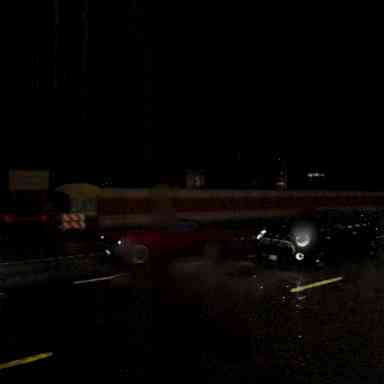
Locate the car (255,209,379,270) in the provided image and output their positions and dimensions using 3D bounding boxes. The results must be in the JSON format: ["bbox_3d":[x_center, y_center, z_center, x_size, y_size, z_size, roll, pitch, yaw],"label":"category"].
[{"bbox_3d":[4.279,1.397,11.318,4.553,1.767,2.097,0,0,-35],"label":"car"}]

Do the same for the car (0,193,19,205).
[{"bbox_3d":[-31.332,1.119,55.766,3.866,1.878,1.905,0,0,-36],"label":"car"}]

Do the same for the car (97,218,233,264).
[{"bbox_3d":[-0.874,1.627,11.956,4.718,1.301,1.895,0,0,-35],"label":"car"}]

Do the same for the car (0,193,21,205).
[{"bbox_3d":[-29.610,1.120,53.382,3.866,1.878,1.905,0,0,-36],"label":"car"}]

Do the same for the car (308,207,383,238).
[{"bbox_3d":[8.681,1.647,18.718,4.181,1.385,1.994,0,0,-35],"label":"car"}]
